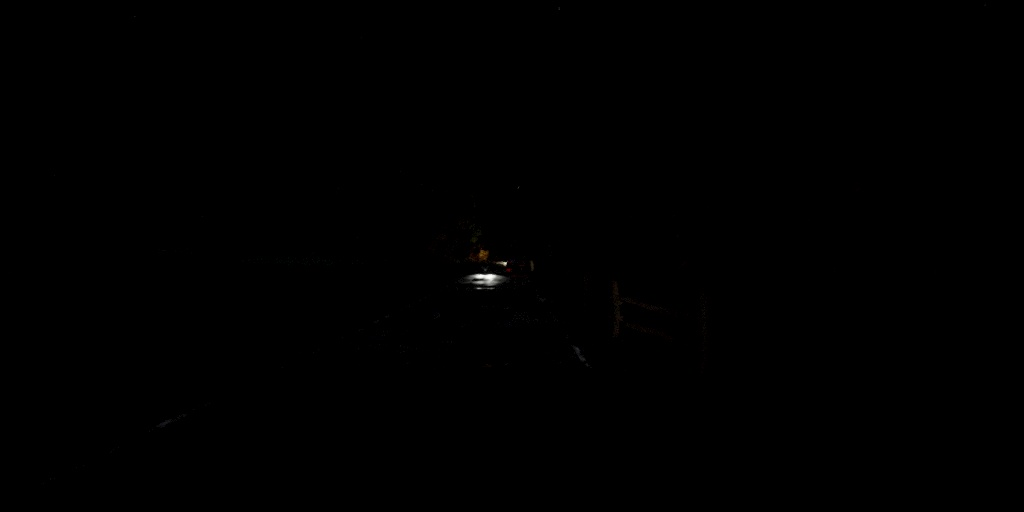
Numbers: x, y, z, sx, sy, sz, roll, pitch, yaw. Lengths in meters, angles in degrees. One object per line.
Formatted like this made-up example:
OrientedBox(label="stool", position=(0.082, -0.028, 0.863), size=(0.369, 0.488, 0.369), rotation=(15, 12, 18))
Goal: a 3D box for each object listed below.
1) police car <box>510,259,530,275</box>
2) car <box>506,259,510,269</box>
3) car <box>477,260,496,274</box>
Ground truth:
OrientedBox(label="police car", position=(0.976, 1.170, 39.677), size=(1.930, 1.638, 5.238), rotation=(0, 0, 0))
OrientedBox(label="car", position=(0.020, 1.348, 57.703), size=(1.895, 1.301, 4.718), rotation=(0, 0, 0))
OrientedBox(label="car", position=(-2.819, 1.236, 40.625), size=(2.128, 1.511, 4.902), rotation=(0, 0, 0))
